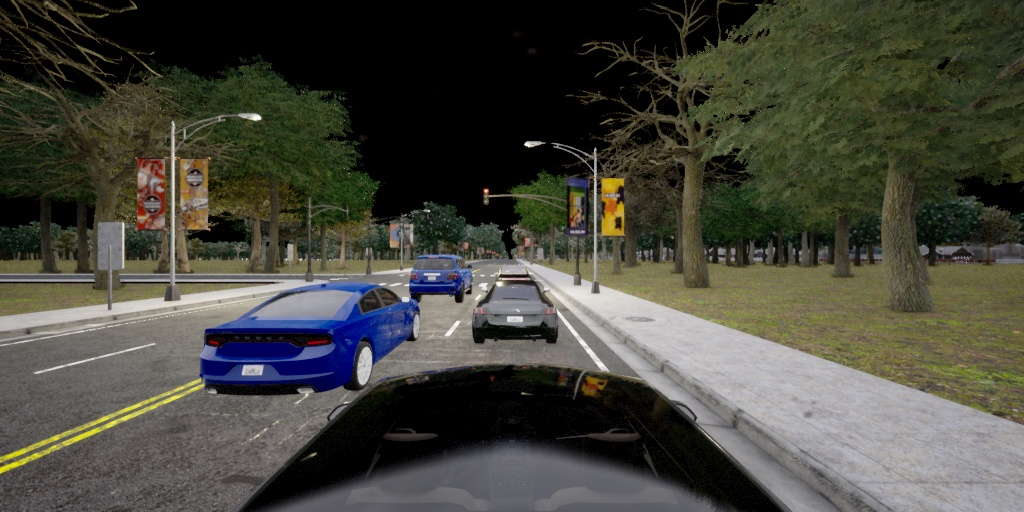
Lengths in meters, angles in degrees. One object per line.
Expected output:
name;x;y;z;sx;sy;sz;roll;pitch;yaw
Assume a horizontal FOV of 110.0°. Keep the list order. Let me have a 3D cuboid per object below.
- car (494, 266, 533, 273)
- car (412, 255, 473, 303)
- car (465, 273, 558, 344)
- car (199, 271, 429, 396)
car;0.099;1.244;18.533;2.128;1.511;4.902;0;0;0
car;-3.151;0.974;16.791;2.150;2.045;5.566;0;0;0
car;0.094;1.315;9.631;1.994;1.385;4.181;0;0;1
car;-3.150;1.228;6.805;1.882;1.535;5.008;0;0;0
